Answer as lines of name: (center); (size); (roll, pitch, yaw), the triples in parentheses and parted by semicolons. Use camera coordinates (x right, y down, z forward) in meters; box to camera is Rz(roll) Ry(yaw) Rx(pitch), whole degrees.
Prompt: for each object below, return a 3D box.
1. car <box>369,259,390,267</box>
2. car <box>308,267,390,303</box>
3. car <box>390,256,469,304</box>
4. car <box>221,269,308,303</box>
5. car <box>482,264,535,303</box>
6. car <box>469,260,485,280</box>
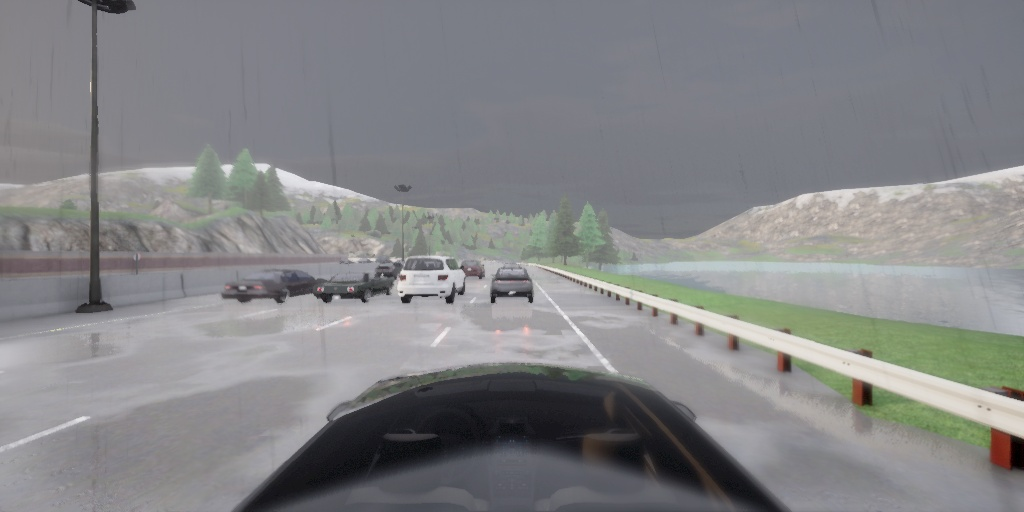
car: (-10.500, 1.264, 31.500); (1.837, 1.490, 4.892); (0, 0, 0)
car: (-7.000, 1.363, 16.530); (1.895, 1.301, 4.718); (0, 0, 0)
car: (-3.500, 1.005, 16.530); (2.150, 2.045, 5.566); (0, 0, 0)
car: (-10.500, 1.310, 16.500); (2.033, 1.411, 5.357); (0, 0, 0)
car: (0.000, 1.242, 16.500); (2.128, 1.511, 4.902); (0, 0, 0)
car: (-3.500, 1.113, 31.470); (2.097, 1.767, 4.553); (0, 0, 0)
